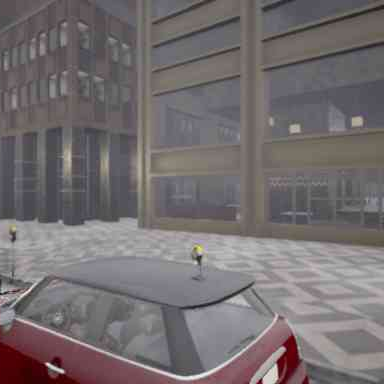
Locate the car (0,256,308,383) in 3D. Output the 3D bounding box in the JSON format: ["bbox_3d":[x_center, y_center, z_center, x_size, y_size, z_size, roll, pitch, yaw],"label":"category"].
[{"bbox_3d":[-0.984,1.456,3.661,4.097,1.590,1.967,0,0,36],"label":"car"}]
